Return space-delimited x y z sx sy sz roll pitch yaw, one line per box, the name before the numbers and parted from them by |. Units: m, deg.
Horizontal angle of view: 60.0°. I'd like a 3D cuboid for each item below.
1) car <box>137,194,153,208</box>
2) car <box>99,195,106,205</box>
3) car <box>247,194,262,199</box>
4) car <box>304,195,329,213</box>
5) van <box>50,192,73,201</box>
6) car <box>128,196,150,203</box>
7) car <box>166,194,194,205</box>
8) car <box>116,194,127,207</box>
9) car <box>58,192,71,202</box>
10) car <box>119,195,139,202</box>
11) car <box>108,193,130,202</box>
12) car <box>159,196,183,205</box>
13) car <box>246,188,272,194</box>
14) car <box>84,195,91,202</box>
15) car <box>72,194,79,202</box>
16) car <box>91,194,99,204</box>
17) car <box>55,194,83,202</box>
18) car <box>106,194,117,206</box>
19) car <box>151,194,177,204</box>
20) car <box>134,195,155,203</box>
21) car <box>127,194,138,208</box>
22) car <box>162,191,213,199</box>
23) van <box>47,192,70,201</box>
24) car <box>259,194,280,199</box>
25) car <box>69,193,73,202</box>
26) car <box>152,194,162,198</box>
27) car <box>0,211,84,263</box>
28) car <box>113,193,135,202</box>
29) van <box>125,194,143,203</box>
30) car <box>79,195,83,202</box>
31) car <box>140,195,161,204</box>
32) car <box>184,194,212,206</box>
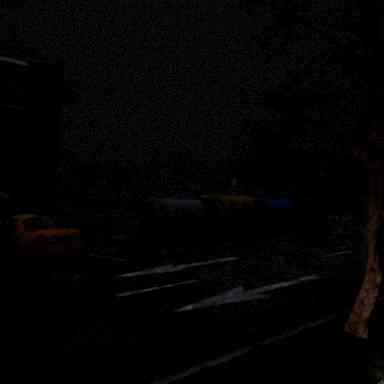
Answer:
car | -3.206 1.194 36.518 2.231 1.521 4.892 0 -1 35
car | -9.963 1.225 46.217 2.163 1.488 4.792 1 -1 35
car | 9.763 1.632 47.613 2.185 1.767 4.553 1 -2 35
car | 14.926 1.503 40.172 2.435 2.045 5.566 1 -2 35
van | -28.577 0.974 72.883 1.878 1.987 4.442 1 -1 35
car | -12.665 1.766 79.859 2.231 1.521 4.892 1 -2 35
car | -2.343 1.508 64.945 2.435 2.045 5.566 1 -2 35
car | -6.477 1.195 41.537 1.946 1.575 5.366 0 -1 35
car | -23.469 1.075 65.664 2.185 1.767 4.553 0 -1 35
car | -16.090 1.641 84.847 2.185 1.767 4.553 1 -2 35
car | -19.551 1.514 89.820 2.435 2.045 5.566 1 -2 35
car | -4.158 1.751 67.291 1.946 1.575 5.366 1 -2 35
car | 11.520 -0.029 57.235 1.882 1.535 5.008 2 3 -34
car | -13.426 1.191 50.949 1.946 1.575 5.366 1 -1 35
car | -16.800 1.192 55.810 1.946 1.575 5.366 1 -1 35
car | -11.632 1.196 48.669 2.097 1.535 5.008 0 -1 35
car | -25.144 1.203 68.123 2.231 1.521 4.892 1 -1 35
car | -8.262 1.196 43.807 2.231 1.521 4.892 0 -1 35
car | -5.752 1.513 69.958 2.435 2.045 5.566 1 -2 35
car | -10.975 1.637 77.356 2.185 1.767 4.553 1 -2 35
car | -4.907 1.067 38.929 2.185 1.767 4.553 0 -1 35
car | 0.168 0.939 31.637 2.435 2.045 5.566 1 -1 35
van | -30.264 0.974 75.314 1.878 1.987 4.442 1 -1 35
car | 11.446 1.628 45.083 2.185 1.767 4.553 1 -2 35
car | -18.380 1.229 58.422 2.163 1.488 4.792 0 -1 35
car | -1.515 1.232 34.091 2.002 1.452 4.674 1 -1 35
car | -6.085 1.450 11.779 5.366 1.575 1.946 -1 0 35
car | -17.839 1.512 87.283 2.435 2.045 5.566 1 -2 35
van | -14.323 1.544 82.442 1.878 1.987 4.442 1 -2 35
car | -15.016 1.198 53.538 2.097 1.535 5.008 1 -1 35
car | -9.240 1.637 74.872 2.185 1.767 4.553 1 -2 35
car | 1.146 1.510 60.029 2.435 2.045 5.566 1 -2 35
